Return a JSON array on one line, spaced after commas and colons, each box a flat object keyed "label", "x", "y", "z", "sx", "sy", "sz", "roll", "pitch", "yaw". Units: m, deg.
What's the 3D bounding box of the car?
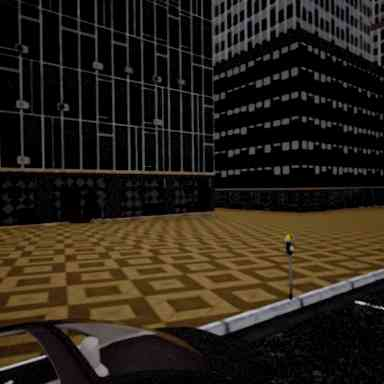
[{"label": "car", "x": -1.418, "y": 1.548, "z": 1.519, "sx": 4.403, "sy": 1.369, "sz": 2.008, "roll": 0, "pitch": -1, "yaw": -38}]
